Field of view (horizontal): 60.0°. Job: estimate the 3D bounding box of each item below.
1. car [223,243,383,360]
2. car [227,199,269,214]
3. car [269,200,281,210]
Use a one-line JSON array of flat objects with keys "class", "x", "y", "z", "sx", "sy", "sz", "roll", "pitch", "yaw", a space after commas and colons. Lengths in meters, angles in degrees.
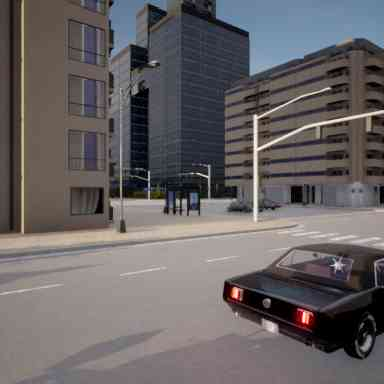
[{"class": "car", "x": 2.892, "y": 1.601, "z": 5.985, "sx": 4.718, "sy": 1.301, "sz": 1.895, "roll": 0, "pitch": 0, "yaw": -36}, {"class": "car", "x": 5.752, "y": 1.619, "z": 35.811, "sx": 1.994, "sy": 1.385, "sz": 4.181, "roll": 0, "pitch": 0, "yaw": -38}, {"class": "car", "x": 9.015, "y": 1.603, "z": 43.374, "sx": 2.033, "sy": 1.411, "sz": 5.357, "roll": 0, "pitch": 0, "yaw": -38}]
